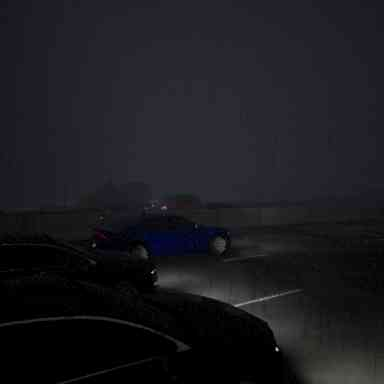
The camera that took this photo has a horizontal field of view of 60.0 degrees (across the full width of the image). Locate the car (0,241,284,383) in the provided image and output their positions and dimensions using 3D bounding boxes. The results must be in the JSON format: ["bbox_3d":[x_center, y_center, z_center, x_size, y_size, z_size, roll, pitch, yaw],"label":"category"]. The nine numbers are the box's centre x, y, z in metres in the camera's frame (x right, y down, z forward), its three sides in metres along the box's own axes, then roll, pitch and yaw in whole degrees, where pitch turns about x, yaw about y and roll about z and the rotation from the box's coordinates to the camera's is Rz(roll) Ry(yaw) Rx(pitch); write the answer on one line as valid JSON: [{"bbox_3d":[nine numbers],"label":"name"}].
[{"bbox_3d":[-1.305,1.499,2.723,4.892,1.490,1.837,0,0,-35],"label":"car"}]

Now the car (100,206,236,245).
[{"bbox_3d":[-0.905,1.460,11.453,5.008,1.535,1.882,0,0,-33],"label":"car"}]

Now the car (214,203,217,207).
[{"bbox_3d":[1.432,1.513,25.499,5.357,1.411,2.033,0,0,-30],"label":"car"}]

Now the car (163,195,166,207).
[{"bbox_3d":[-1.043,1.311,28.052,4.553,1.767,2.097,0,0,-30],"label":"car"}]

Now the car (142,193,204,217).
[{"bbox_3d":[-1.749,1.175,31.730,5.566,2.045,2.150,0,0,-30],"label":"car"}]

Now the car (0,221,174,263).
[{"bbox_3d":[-2.939,1.493,5.851,4.892,1.490,1.837,0,0,-35],"label":"car"}]

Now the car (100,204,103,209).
[{"bbox_3d":[-6.969,1.424,32.670,5.008,1.535,1.882,0,0,-31],"label":"car"}]
